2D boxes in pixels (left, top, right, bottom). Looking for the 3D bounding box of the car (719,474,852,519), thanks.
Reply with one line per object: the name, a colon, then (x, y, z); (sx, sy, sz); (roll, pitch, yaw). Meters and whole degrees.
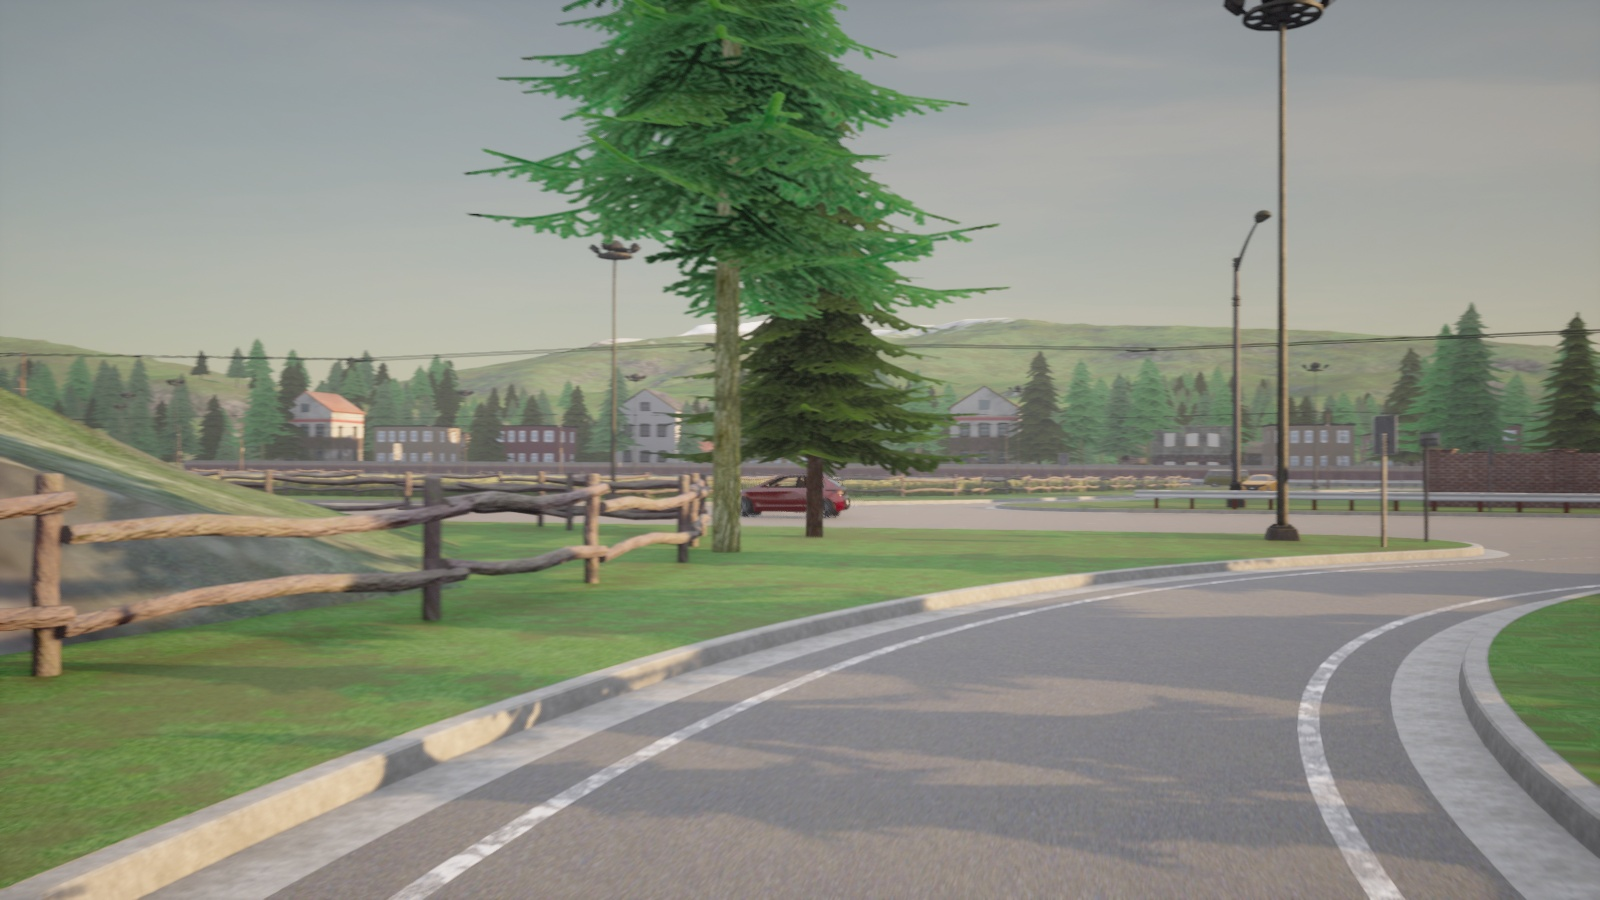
car: (-0.468, 1.539, 42.270); (4.193, 1.474, 1.816); (0, -1, 12)
